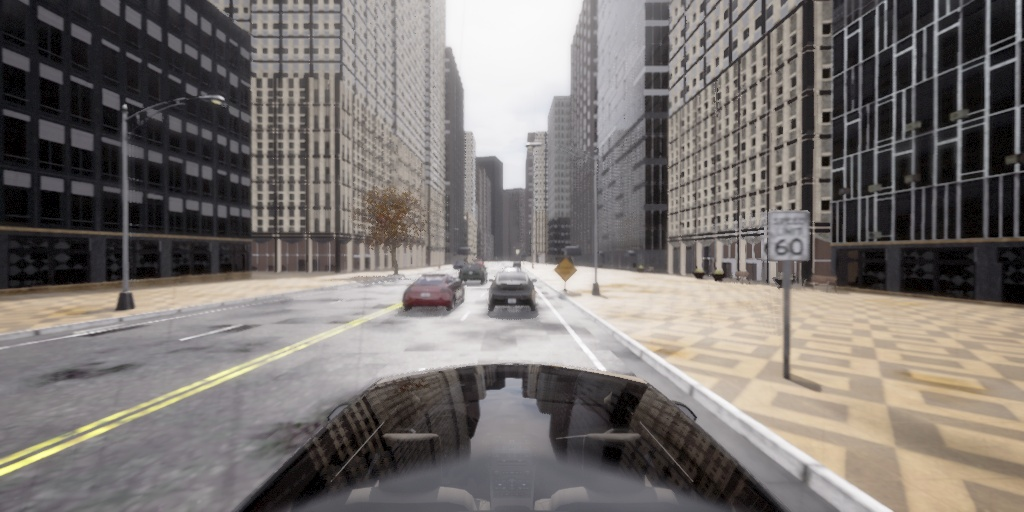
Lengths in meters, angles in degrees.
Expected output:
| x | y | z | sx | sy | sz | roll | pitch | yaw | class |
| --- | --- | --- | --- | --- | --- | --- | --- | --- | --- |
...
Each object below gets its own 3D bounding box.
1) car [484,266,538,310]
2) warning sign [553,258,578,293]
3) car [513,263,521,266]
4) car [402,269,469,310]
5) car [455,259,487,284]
| x | y | z | sx | sy | sz | roll | pitch | yaw | class |
| --- | --- | --- | --- | --- | --- | --- | --- | --- | --- |
| 0.027 | 1.384 | 15.359 | 1.837 | 1.490 | 4.892 | 0 | 0 | 1 | car |
| 2.854 | 1.029 | 19.306 | 1.300 | 1.860 | 1.060 | 0 | 0 | 0 | warning sign |
| 0.016 | 1.555 | 29.363 | 2.033 | 1.411 | 5.357 | 0 | -1 | 0 | car |
| -3.220 | 1.442 | 15.427 | 1.994 | 1.385 | 4.181 | 0 | 0 | 0 | car |
| -3.220 | 1.367 | 30.267 | 2.097 | 1.767 | 4.553 | 0 | -1 | 1 | car |
